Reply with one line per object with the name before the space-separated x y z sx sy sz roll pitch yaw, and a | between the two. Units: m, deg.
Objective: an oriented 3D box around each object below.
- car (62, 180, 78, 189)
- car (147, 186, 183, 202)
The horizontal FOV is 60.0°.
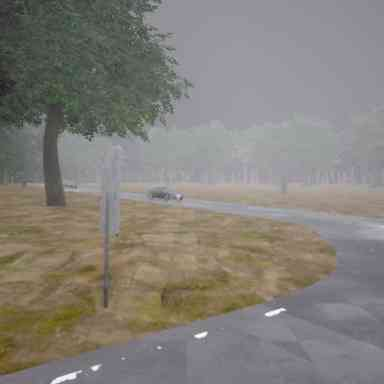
car | -21.666 -1.351 58.869 1.837 1.490 4.892 2 2 -35
car | -2.796 0.164 34.293 2.128 1.511 4.902 2 2 -38
